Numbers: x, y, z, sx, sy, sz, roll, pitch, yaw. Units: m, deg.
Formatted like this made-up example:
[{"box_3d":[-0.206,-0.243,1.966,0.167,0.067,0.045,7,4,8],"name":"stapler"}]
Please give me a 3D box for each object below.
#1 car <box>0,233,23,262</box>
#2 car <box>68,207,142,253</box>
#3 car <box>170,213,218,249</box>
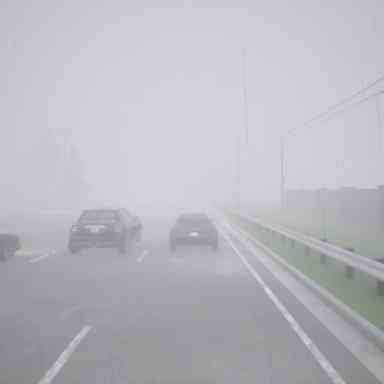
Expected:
[{"box_3d":[-6.935,1.576,9.306,2.033,1.411,5.357,0,0,0],"name":"car"},{"box_3d":[-3.421,1.394,13.939,2.097,1.767,4.553,0,0,0],"name":"car"},{"box_3d":[0.082,1.609,14.802,1.994,1.385,4.181,0,0,0],"name":"car"}]
